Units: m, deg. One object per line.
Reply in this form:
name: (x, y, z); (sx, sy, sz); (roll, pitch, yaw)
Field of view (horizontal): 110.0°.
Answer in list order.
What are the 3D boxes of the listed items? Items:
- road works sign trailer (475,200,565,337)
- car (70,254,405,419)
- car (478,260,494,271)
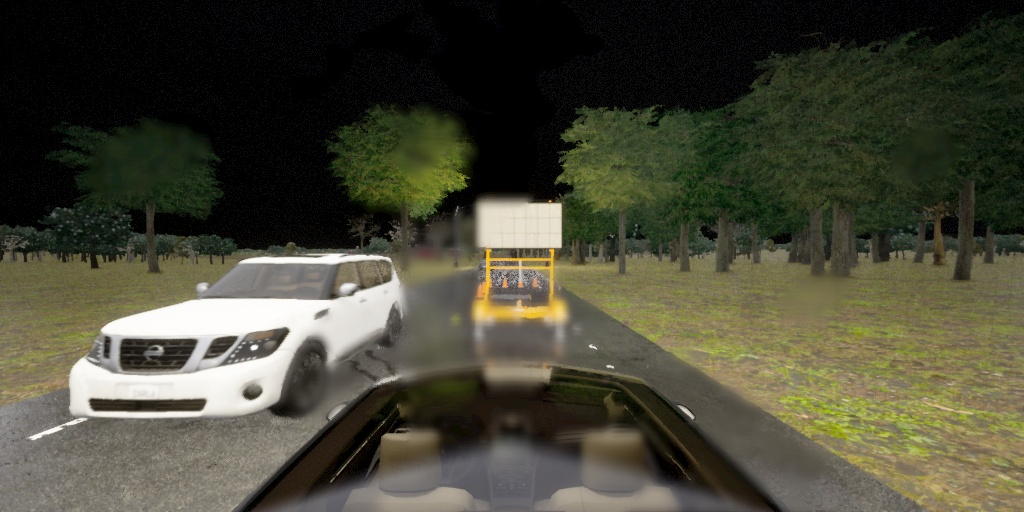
road works sign trailer: (0.239, 0.210, 10.251); (2.380, 3.560, 2.880); (0, 0, 2)
car: (-3.586, 0.969, 6.259); (2.150, 2.045, 5.566); (0, 0, 0)
car: (-3.508, 1.259, 48.439); (2.128, 1.511, 4.902); (0, 0, 0)
